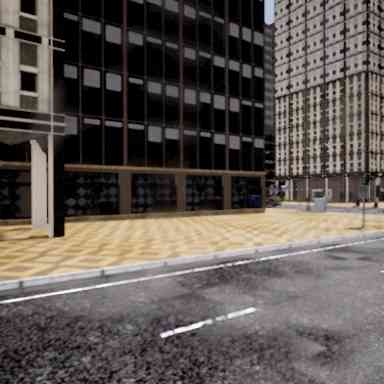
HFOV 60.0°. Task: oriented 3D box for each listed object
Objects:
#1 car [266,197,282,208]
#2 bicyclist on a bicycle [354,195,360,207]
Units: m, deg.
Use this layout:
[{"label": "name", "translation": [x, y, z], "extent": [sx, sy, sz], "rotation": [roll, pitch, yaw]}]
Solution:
[{"label": "car", "translation": [11.000, 1.482, 48.881], "extent": [1.837, 1.490, 4.892], "rotation": [0, 1, -34]}, {"label": "bicyclist on a bicycle", "translation": [23.116, 1.277, 46.608], "extent": [1.656, 1.620, 0.582], "rotation": [-1, 1, -34]}]
